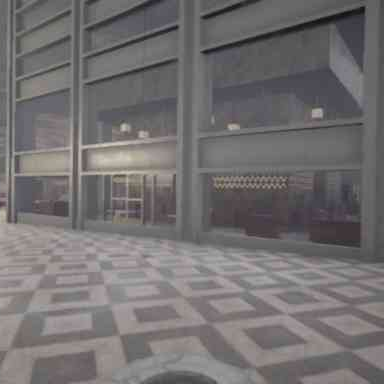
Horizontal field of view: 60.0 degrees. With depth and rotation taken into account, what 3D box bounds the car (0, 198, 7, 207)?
[{"bbox_3d":[-26.957,1.497,47.373,1.887,1.381,4.507,1,0,35],"label":"car"}]
